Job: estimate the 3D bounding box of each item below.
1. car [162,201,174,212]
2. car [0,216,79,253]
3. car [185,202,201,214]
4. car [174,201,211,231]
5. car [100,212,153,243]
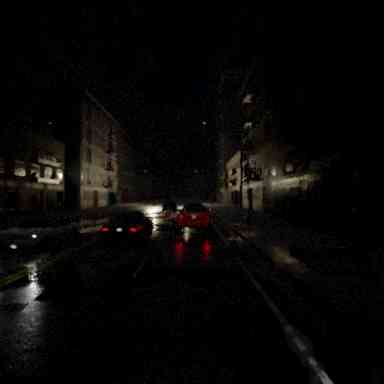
[{"bbox_3d":[-3.119,1.942,47.043,2.128,1.511,4.902,0,-1,0],"label":"car"},{"bbox_3d":[-6.584,1.738,14.497,1.895,1.301,4.718,0,-1,0],"label":"car"},{"bbox_3d":[0.127,1.995,41.351,1.895,1.301,4.718,0,-1,0],"label":"car"},{"bbox_3d":[0.114,1.560,22.279,2.097,1.767,4.553,0,-1,0],"label":"car"},{"bbox_3d":[-3.142,1.706,16.859,2.033,1.411,5.357,0,-1,0],"label":"car"}]
